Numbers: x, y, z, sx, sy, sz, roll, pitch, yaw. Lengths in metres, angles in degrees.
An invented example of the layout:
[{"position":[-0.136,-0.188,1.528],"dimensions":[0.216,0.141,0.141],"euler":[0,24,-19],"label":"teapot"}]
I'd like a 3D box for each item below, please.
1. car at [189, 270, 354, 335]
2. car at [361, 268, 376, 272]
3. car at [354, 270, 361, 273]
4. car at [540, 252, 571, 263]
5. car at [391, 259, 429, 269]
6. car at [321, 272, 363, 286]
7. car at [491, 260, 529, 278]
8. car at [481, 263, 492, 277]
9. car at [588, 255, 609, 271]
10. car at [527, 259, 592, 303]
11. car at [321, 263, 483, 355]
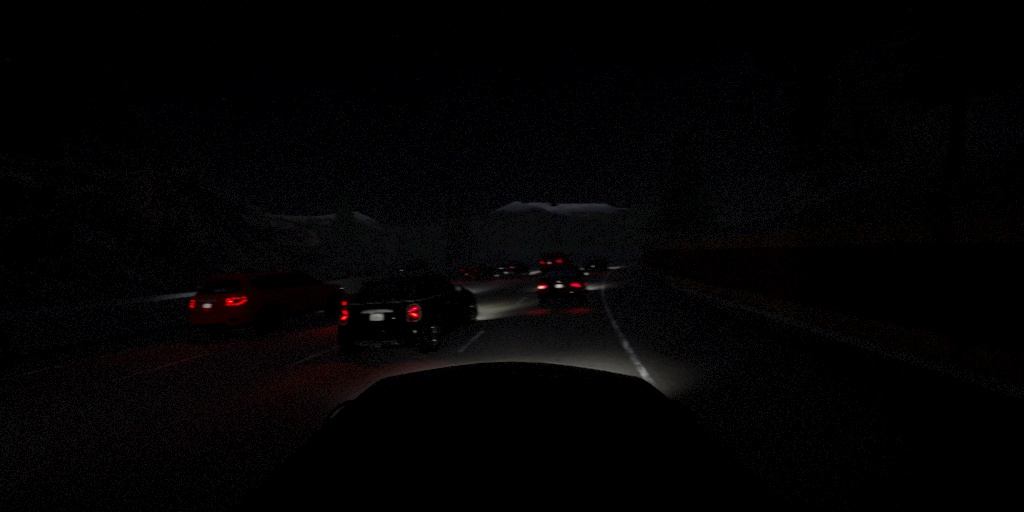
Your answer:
[{"position":[-8.836,1.582,13.642],"dimensions":[2.150,2.045,5.566],"euler":[-4,0,11],"label":"car"},{"position":[-14.976,2.314,42.956],"dimensions":[2.033,1.411,5.357],"euler":[-4,0,21],"label":"car"},{"position":[-18.249,2.248,44.228],"dimensions":[2.033,1.411,5.357],"euler":[-4,0,21],"label":"car"},{"position":[4.233,0.624,34.118],"dimensions":[2.150,2.045,5.566],"euler":[-4,0,21],"label":"car"},{"position":[-11.782,1.412,41.654],"dimensions":[2.150,2.045,5.566],"euler":[-4,0,21],"label":"car"},{"position":[-21.485,2.864,45.473],"dimensions":[1.895,1.301,4.718],"euler":[-4,0,21],"label":"car"},{"position":[0.268,1.178,33.299],"dimensions":[2.128,1.511,4.902],"euler":[-4,0,20],"label":"car"},{"position":[-3.196,1.410,33.977],"dimensions":[1.882,1.535,5.008],"euler":[-4,0,19],"label":"car"},{"position":[8.031,0.658,34.161],"dimensions":[1.812,1.442,4.674],"euler":[-4,0,21],"label":"car"},{"position":[2.282,1.114,15.637],"dimensions":[2.033,1.411,5.357],"euler":[-4,0,13],"label":"car"},{"position":[-2.453,1.264,9.549],"dimensions":[2.097,1.767,4.553],"euler":[-4,0,10],"label":"car"}]
